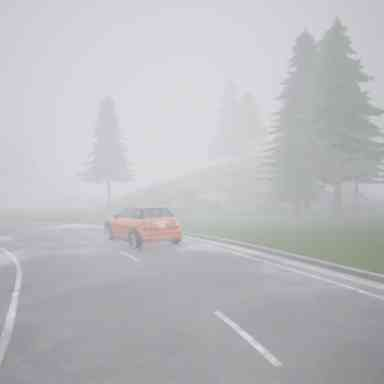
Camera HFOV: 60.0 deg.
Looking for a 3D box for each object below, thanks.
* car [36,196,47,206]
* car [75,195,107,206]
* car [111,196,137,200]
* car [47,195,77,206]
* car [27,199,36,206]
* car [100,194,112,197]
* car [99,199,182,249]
[{"bbox_3d":[-26.243,1.886,62.634,1.812,1.442,4.674,-1,0,30],"label":"car"},{"bbox_3d":[-18.659,1.755,61.820,2.128,1.511,4.902,-1,0,31],"label":"car"},{"bbox_3d":[-15.230,1.770,74.690,1.895,1.301,4.718,-1,0,30],"label":"car"},{"bbox_3d":[-23.083,1.539,61.136,2.150,2.045,5.566,-1,0,30],"label":"car"},{"bbox_3d":[-29.354,1.757,64.243,2.097,1.767,4.553,-1,0,30],"label":"car"},{"bbox_3d":[-18.426,1.748,76.156,2.128,1.511,4.902,-1,0,30],"label":"car"},{"bbox_3d":[-2.361,1.387,15.119,2.097,1.767,4.553,-1,0,-33],"label":"car"}]
